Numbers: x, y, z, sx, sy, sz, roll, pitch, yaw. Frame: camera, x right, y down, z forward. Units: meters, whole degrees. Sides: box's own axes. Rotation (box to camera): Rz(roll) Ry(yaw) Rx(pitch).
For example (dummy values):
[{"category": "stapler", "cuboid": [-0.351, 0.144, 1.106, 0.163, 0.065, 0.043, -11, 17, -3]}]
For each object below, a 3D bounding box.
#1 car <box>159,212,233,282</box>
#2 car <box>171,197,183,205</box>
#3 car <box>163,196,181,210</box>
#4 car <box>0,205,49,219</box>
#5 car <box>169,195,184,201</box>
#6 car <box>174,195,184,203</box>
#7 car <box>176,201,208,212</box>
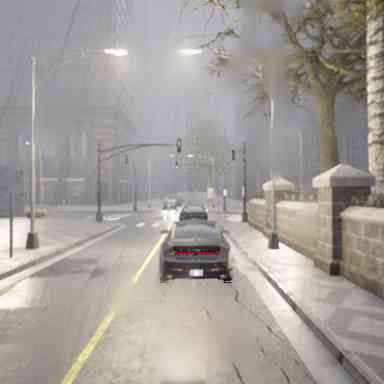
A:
[{"category": "car", "cuboid": [0.100, 1.572, 9.919, 1.837, 1.490, 4.892, 0, 0, 0]}, {"category": "car", "cuboid": [-3.013, 1.732, 67.647, 2.128, 1.511, 4.902, 0, 0, 0]}, {"category": "car", "cuboid": [-3.099, 1.738, 47.767, 2.128, 1.511, 4.902, 0, 0, 0]}, {"category": "car", "cuboid": [-14.938, 1.587, 28.768, 4.829, 1.417, 1.752, 1, -1, 0]}, {"category": "car", "cuboid": [-3.080, 1.469, 57.654, 2.150, 2.045, 5.566, 0, 0, 1]}, {"category": "car", "cuboid": [-3.015, 1.568, 77.936, 2.097, 1.767, 4.553, 0, 0, 0]}, {"category": "car", "cuboid": [0.097, 1.629, 23.061, 1.882, 1.535, 5.008, 0, 0, 0]}]
